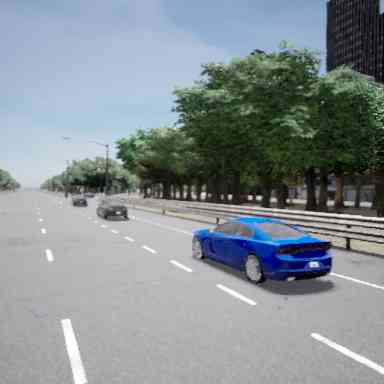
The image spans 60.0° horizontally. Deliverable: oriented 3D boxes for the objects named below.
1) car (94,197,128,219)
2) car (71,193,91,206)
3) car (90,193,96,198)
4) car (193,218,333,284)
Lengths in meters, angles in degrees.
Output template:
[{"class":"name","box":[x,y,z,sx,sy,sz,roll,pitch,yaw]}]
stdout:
[{"class":"car","box":[-6.481,1.383,26.972,1.812,1.442,4.674,1,0,-25]},{"class":"car","box":[-15.814,1.207,46.547,1.812,1.442,4.674,1,0,-26]},{"class":"car","box":[-27.239,0.964,88.664,2.033,1.411,5.357,1,0,-1]},{"class":"car","box":[1.713,1.492,9.795,1.882,1.535,5.008,1,0,-25]}]
